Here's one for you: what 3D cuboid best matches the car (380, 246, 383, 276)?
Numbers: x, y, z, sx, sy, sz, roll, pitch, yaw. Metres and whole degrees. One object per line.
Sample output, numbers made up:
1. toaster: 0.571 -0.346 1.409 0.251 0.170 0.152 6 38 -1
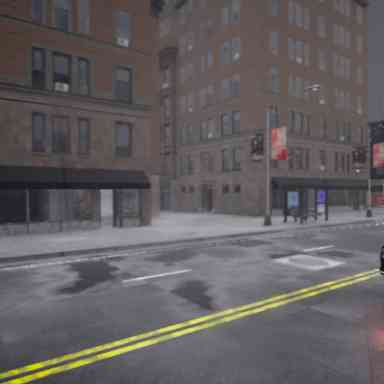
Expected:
1. car: 6.420 1.469 8.024 4.902 1.511 2.128 0 0 -35
